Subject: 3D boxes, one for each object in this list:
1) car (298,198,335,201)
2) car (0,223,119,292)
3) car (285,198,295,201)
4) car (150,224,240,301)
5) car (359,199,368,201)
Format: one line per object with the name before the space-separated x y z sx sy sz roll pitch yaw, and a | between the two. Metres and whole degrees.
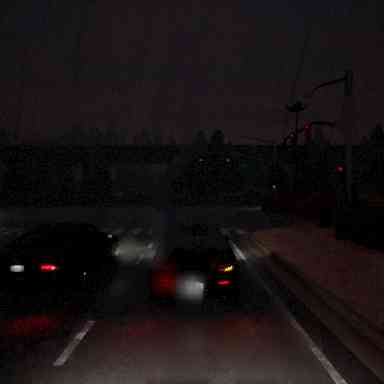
car | 16.916 1.491 43.320 4.902 1.511 2.128 0 0 0
car | -3.421 1.547 9.029 2.033 1.411 5.357 0 0 0
car | 14.117 1.526 46.834 4.674 1.442 1.812 0 0 2
car | 0.071 1.526 8.209 1.812 1.442 4.674 0 0 0
car | 23.225 1.601 46.793 4.718 1.301 1.895 0 0 0
